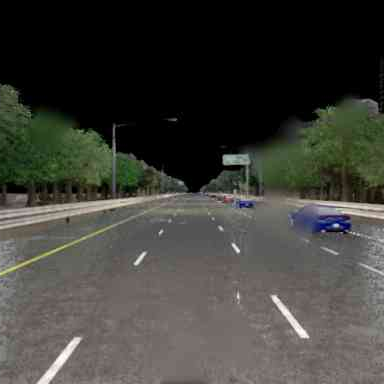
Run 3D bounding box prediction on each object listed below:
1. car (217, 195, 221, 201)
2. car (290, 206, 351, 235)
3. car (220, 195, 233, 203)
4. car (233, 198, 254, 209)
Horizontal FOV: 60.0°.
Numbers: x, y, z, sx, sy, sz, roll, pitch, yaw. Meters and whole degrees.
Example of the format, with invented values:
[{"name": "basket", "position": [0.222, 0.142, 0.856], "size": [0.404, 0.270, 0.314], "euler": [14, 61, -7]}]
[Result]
[{"name": "car", "position": [7.368, 1.439, 82.531], "size": [1.882, 1.535, 5.008], "euler": [0, 0, 0]}, {"name": "car", "position": [7.021, 1.495, 18.664], "size": [1.882, 1.535, 5.008], "euler": [0, 0, 0]}, {"name": "car", "position": [7.245, 1.508, 66.555], "size": [1.812, 1.442, 4.674], "euler": [0, 0, 0]}, {"name": "car", "position": [7.115, 1.492, 45.329], "size": [1.882, 1.535, 5.008], "euler": [0, 0, 0]}]
